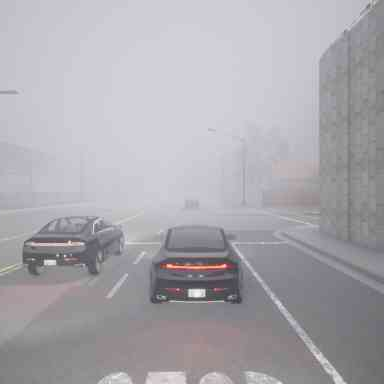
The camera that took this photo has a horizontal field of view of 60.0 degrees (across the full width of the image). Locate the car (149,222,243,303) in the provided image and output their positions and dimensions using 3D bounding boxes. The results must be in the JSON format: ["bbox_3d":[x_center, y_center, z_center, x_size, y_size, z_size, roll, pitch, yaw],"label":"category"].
[{"bbox_3d":[0.080,1.505,8.181,1.837,1.490,4.892,0,0,0],"label":"car"}]

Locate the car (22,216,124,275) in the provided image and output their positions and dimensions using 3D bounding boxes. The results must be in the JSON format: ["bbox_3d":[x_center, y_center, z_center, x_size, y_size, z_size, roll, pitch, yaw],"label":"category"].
[{"bbox_3d":[-3.426,1.492,10.450,2.128,1.511,4.902,0,0,0],"label":"car"}]

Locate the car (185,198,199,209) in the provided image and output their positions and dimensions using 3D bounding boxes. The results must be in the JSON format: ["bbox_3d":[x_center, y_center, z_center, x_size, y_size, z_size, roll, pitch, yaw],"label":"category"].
[{"bbox_3d":[-0.013,1.491,44.174,2.128,1.511,4.902,0,0,0],"label":"car"}]
